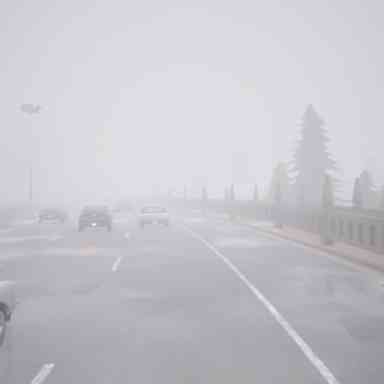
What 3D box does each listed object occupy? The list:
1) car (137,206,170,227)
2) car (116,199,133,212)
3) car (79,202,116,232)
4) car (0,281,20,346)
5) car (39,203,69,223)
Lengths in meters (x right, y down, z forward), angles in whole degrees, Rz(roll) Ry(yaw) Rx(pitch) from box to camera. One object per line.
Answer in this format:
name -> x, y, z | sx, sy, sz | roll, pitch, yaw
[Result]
car -> -2.797, 1.629, 23.071 | 1.895, 1.301, 4.718 | 0, 0, -13
car -> -8.364, 1.596, 40.059 | 1.837, 1.490, 4.892 | 0, 0, -23
car -> -5.909, 1.547, 20.760 | 1.837, 1.490, 4.892 | 0, 0, -12
car -> -3.600, 1.616, 3.166 | 1.895, 1.301, 4.718 | 0, 0, -2
car -> -10.920, 1.606, 26.428 | 1.812, 1.442, 4.674 | 0, 0, -15
